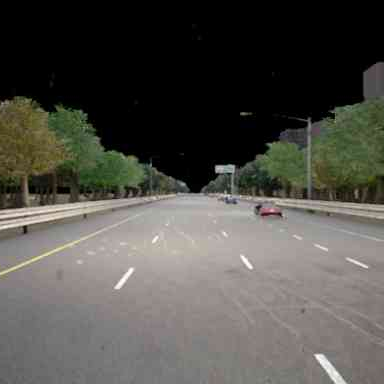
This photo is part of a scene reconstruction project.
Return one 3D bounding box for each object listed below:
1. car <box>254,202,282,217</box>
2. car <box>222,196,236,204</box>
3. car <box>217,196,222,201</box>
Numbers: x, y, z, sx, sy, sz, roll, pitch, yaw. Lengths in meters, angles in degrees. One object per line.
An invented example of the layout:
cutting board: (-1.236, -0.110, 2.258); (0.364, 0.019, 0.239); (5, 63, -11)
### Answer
car: (7.039, 1.592, 31.175); (1.994, 1.385, 4.181); (0, 0, 0)
car: (7.187, 1.596, 62.830); (1.812, 1.442, 4.674); (0, 0, 0)
car: (7.347, 1.692, 83.973); (1.895, 1.301, 4.718); (0, 0, 1)
